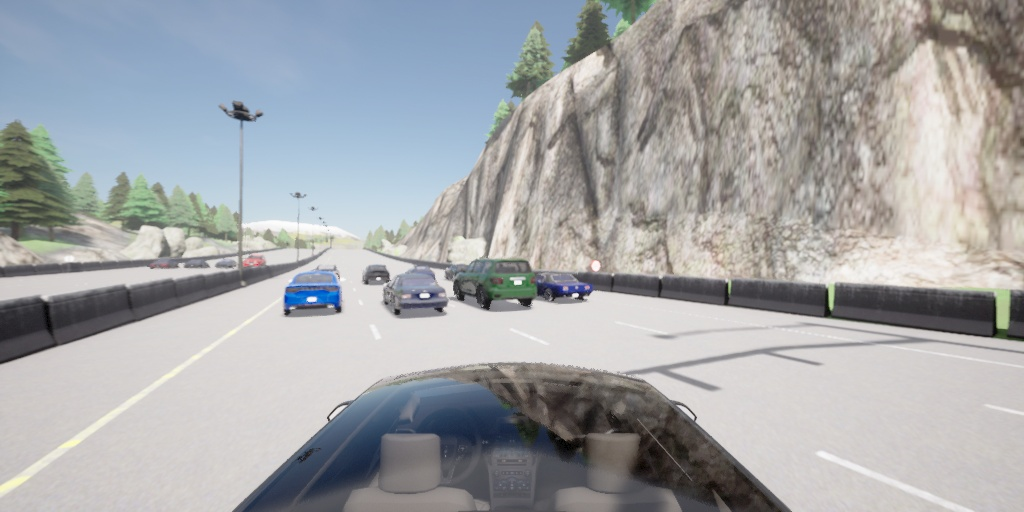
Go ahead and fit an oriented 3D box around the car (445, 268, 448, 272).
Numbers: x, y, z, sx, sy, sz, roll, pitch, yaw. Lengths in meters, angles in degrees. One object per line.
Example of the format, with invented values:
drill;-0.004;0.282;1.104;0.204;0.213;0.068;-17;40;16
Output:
car;-4.664;1.454;31.967;1.837;1.490;4.892;0;0;-25

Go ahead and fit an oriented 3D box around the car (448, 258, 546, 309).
car;-0.925;1.113;16.117;2.150;2.045;5.566;0;0;-25

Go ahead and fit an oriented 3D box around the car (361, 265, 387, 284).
car;-10.969;1.422;28.926;1.837;1.490;4.892;0;0;-25

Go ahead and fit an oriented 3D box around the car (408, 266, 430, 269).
car;-7.823;1.496;30.470;1.994;1.385;4.181;0;0;-25

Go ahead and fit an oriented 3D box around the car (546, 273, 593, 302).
car;1.939;1.510;18.254;1.895;1.301;4.718;0;0;-25

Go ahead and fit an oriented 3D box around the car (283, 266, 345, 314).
car;-7.944;1.344;14.602;1.882;1.535;5.008;0;0;-25

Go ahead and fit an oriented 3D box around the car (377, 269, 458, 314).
car;-4.053;1.419;14.541;2.033;1.411;5.357;0;-1;-25
